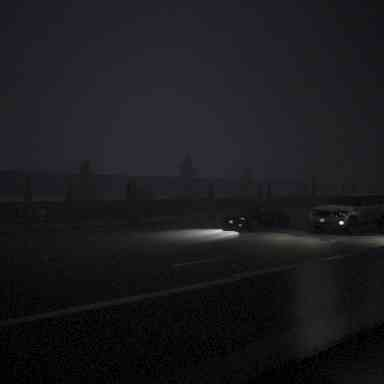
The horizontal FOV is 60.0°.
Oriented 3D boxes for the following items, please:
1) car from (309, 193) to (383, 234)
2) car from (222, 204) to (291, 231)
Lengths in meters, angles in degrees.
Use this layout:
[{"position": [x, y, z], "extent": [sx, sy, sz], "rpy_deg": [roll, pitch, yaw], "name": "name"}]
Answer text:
[{"position": [8.961, 1.080, 18.637], "extent": [5.566, 2.045, 2.150], "rpy_deg": [0, 0, -34], "name": "car"}, {"position": [3.783, 1.430, 19.317], "extent": [4.181, 1.385, 1.994], "rpy_deg": [0, 0, -34], "name": "car"}]
